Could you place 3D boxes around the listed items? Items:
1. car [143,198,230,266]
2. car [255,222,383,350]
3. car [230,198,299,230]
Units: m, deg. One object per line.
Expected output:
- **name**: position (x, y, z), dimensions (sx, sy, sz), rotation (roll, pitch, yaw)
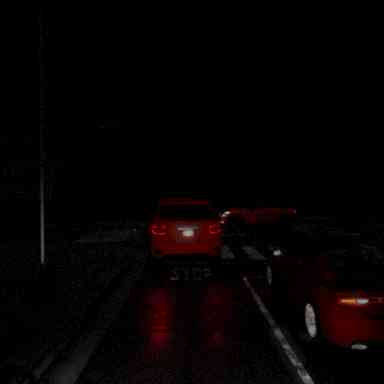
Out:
- **car**: position (-0.512, 1.221, 11.739), dimensions (2.150, 2.045, 5.566), rotation (0, 0, -9)
- **car**: position (2.623, 1.545, 6.321), dimensions (1.887, 1.381, 4.507), rotation (-1, 0, 0)
- **car**: position (3.810, 1.206, 19.707), dimensions (4.553, 1.767, 2.097), rotation (-1, 1, 0)
